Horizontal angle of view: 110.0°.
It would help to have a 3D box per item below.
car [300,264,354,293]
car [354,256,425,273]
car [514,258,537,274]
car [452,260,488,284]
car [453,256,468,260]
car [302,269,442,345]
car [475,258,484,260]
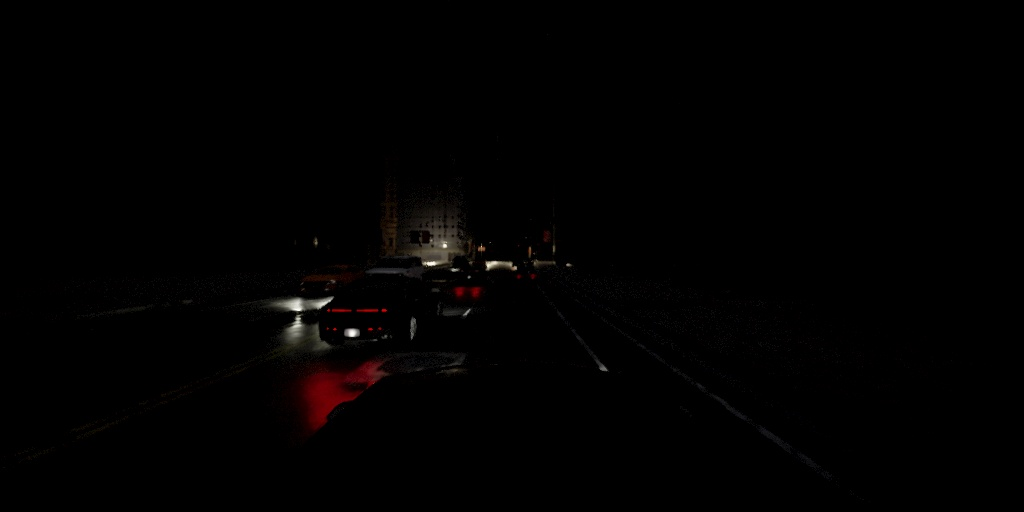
[{"bbox_3d":[-9.748,1.248,20.066,1.882,1.535,5.008,0,0,1],"label":"car"},{"bbox_3d":[-6.498,0.994,20.357,2.150,2.045,5.566,0,0,1],"label":"car"},{"bbox_3d":[1.611,1.161,43.071,2.097,1.767,4.553,0,0,1],"label":"car"},{"bbox_3d":[-2.961,1.276,27.410,2.128,1.511,4.902,0,0,1],"label":"car"},{"bbox_3d":[-8.863,1.059,61.875,2.150,2.045,5.566,0,0,2],"label":"car"},{"bbox_3d":[-3.129,1.262,9.458,1.837,1.490,4.892,0,0,0],"label":"car"},{"bbox_3d":[-5.615,1.189,62.012,2.097,1.767,4.553,0,0,2],"label":"car"}]
